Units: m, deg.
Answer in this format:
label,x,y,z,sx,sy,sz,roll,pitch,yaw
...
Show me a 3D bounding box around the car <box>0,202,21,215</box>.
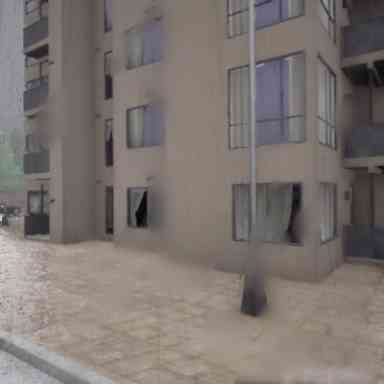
label,x,y,z,sx,sy,sz,roll,pitch,yaw
car,-21.880,1.933,37.884,1.837,1.490,4.892,-1,-1,20
